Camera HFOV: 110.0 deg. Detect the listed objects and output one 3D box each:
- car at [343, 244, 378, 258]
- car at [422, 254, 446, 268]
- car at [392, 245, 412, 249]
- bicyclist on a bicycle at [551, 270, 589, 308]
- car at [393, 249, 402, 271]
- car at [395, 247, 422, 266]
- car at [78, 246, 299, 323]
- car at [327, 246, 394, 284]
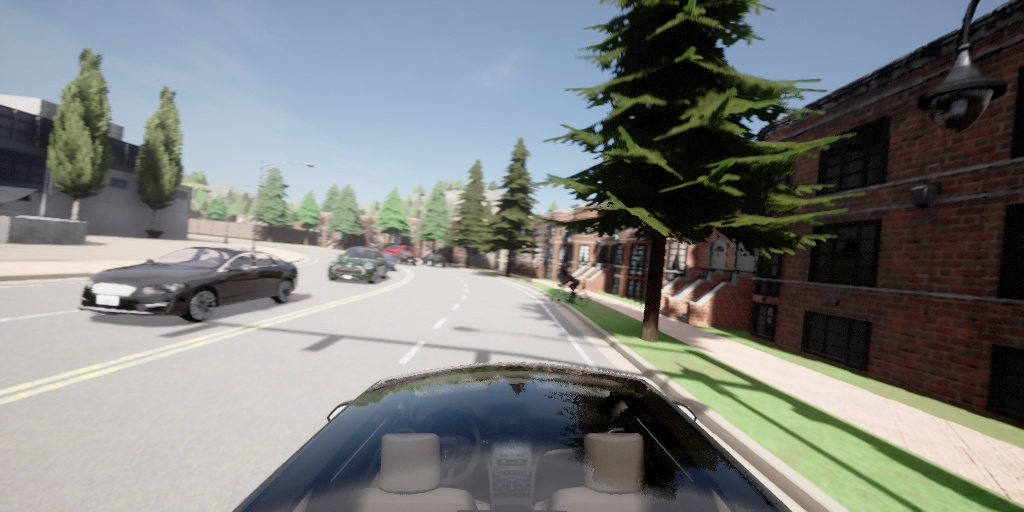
[{"bbox_3d":[-21.057,-0.666,49.851,5.357,1.411,2.033,6,0,38],"label":"car"},{"bbox_3d":[-9.212,0.463,41.708,1.837,1.490,4.892,6,0,-34],"label":"car"},{"bbox_3d":[-15.881,-0.467,49.830,5.566,2.045,2.150,6,0,44],"label":"car"},{"bbox_3d":[2.447,1.393,15.308,1.656,1.620,0.582,-3,0,-2],"label":"bicyclist on a bicycle"},{"bbox_3d":[-10.410,0.336,28.943,2.033,1.411,5.357,6,0,-21],"label":"car"},{"bbox_3d":[-11.980,0.195,39.719,1.812,1.442,4.674,6,0,-34],"label":"car"},{"bbox_3d":[-7.259,0.525,8.832,2.128,1.511,4.902,6,0,-2],"label":"car"},{"bbox_3d":[-7.897,0.357,18.805,2.097,1.767,4.553,6,0,-9],"label":"car"}]
